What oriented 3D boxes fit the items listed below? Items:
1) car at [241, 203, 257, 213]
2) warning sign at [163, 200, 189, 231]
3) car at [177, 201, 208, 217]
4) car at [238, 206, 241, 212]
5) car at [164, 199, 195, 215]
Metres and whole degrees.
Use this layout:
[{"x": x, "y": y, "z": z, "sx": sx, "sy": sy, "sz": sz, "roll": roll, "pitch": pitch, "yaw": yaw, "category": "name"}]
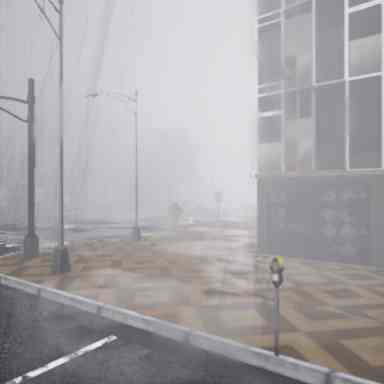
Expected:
[{"x": 9.535, "y": 2.518, "z": 49.141, "sx": 1.895, "sy": 1.301, "sz": 4.718, "roll": 0, "pitch": -1, "yaw": 33, "category": "car"}, {"x": -1.038, "y": 1.497, "z": 21.516, "sx": 1.300, "sy": 1.860, "sz": 1.060, "roll": 1, "pitch": 1, "yaw": 33, "category": "warning sign"}, {"x": 0.311, "y": 2.238, "z": 41.102, "sx": 1.812, "sy": 1.442, "sz": 4.674, "roll": 0, "pitch": -1, "yaw": 33, "category": "car"}, {"x": 9.546, "y": 2.474, "z": 55.254, "sx": 2.033, "sy": 1.411, "sz": 5.357, "roll": 0, "pitch": -1, "yaw": 33, "category": "car"}, {"x": -1.371, "y": 1.975, "z": 44.477, "sx": 2.150, "sy": 2.045, "sz": 5.566, "roll": 0, "pitch": -1, "yaw": 33, "category": "car"}]
